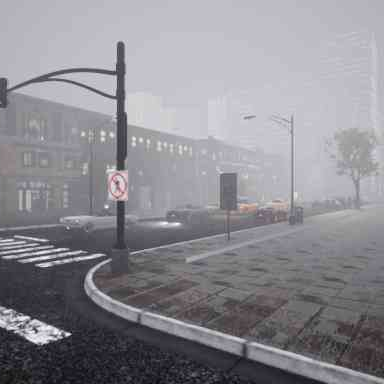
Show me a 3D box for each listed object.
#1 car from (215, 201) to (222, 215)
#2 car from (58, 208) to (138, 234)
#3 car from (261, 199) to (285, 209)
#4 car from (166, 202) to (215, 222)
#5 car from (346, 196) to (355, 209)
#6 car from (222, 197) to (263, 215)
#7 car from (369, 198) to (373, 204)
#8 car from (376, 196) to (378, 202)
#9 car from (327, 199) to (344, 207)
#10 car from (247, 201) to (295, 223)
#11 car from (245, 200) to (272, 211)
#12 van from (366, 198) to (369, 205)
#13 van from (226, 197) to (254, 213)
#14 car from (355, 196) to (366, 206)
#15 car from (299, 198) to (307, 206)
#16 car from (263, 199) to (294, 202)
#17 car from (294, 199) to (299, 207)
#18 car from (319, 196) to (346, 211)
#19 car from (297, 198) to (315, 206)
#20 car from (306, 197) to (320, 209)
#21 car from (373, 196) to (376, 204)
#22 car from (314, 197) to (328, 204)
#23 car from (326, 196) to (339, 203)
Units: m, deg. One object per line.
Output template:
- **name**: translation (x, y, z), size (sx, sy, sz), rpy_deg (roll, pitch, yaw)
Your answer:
- **car**: translation (2.676, 1.674, 36.283), size (1.752, 1.417, 4.829), rpy_deg (0, 0, 35)
- **car**: translation (-5.544, 1.668, 20.071), size (1.895, 1.301, 4.718), rpy_deg (0, 0, 35)
- **car**: translation (12.205, 1.759, 49.848), size (1.752, 1.417, 4.829), rpy_deg (0, -1, 35)
- **car**: translation (-0.293, 1.672, 27.530), size (1.994, 1.385, 4.181), rpy_deg (0, 0, 36)
- **car**: translation (22.337, 1.581, 49.694), size (2.192, 1.841, 5.009), rpy_deg (0, -1, 35)
- **car**: translation (5.515, 1.508, 35.794), size (2.097, 1.767, 4.553), rpy_deg (0, 0, 35)
- **car**: translation (35.043, 1.972, 67.778), size (1.802, 1.307, 4.206), rpy_deg (0, -1, 35)
- **car**: translation (41.396, 2.037, 76.822), size (1.802, 1.307, 4.206), rpy_deg (0, -1, 35)
- **car**: translation (25.097, 1.913, 58.118), size (1.895, 1.301, 4.718), rpy_deg (0, 0, 35)
- **car**: translation (6.499, 1.670, 27.055), size (1.887, 1.381, 4.507), rpy_deg (0, 0, 35)
- **car**: translation (9.127, 1.756, 45.466), size (2.008, 1.369, 4.403), rpy_deg (0, 0, 35)
- **van**: translation (31.867, 1.699, 63.259), size (1.690, 1.788, 3.998), rpy_deg (0, -1, 35)
- **van**: translation (5.950, 1.518, 40.945), size (1.690, 1.788, 3.998), rpy_deg (0, 0, 35)
- **car**: translation (28.690, 1.642, 58.738), size (2.192, 1.841, 5.009), rpy_deg (0, -1, 35)
- **car**: translation (18.656, 1.846, 59.031), size (2.008, 1.369, 4.403), rpy_deg (0, -1, 35)
- **car**: translation (11.386, 1.684, 44.094), size (1.882, 1.535, 5.008), rpy_deg (0, 0, 36)
- **car**: translation (15.480, 1.816, 54.509), size (2.008, 1.369, 4.403), rpy_deg (0, -1, 35)
- **car**: translation (19.161, 1.676, 45.172), size (1.967, 1.590, 4.097), rpy_deg (0, -1, 35)
- **car**: translation (21.833, 1.876, 63.553), size (2.008, 1.369, 4.403), rpy_deg (0, -1, 35)
- **car**: translation (19.309, 1.749, 49.879), size (2.128, 1.511, 4.902), rpy_deg (0, 0, 35)
- **car**: translation (38.318, 1.948, 72.440), size (1.752, 1.417, 4.829), rpy_deg (0, -1, 35)
- **car**: translation (28.185, 1.828, 72.596), size (1.967, 1.590, 4.097), rpy_deg (0, -1, 35)
- **car**: translation (34.538, 1.894, 81.640), size (1.967, 1.590, 4.097), rpy_deg (0, -1, 35)
